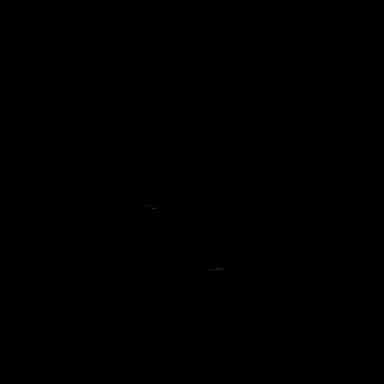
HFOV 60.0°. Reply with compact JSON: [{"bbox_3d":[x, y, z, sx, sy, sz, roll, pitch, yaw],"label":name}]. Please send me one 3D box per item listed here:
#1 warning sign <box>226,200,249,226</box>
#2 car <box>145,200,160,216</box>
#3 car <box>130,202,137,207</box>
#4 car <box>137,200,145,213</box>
[{"bbox_3d":[3.275,1.495,24.187,1.300,1.860,1.060,-1,-1,-15],"label":"warning sign"},{"bbox_3d":[-4.759,2.246,45.546,2.097,1.767,4.553,-1,-1,-15],"label":"car"},{"bbox_3d":[-15.779,3.393,91.532,1.812,1.442,4.674,-1,-1,-15],"label":"car"},{"bbox_3d":[-7.330,2.326,55.226,2.150,2.045,5.566,-1,-1,-15],"label":"car"}]
